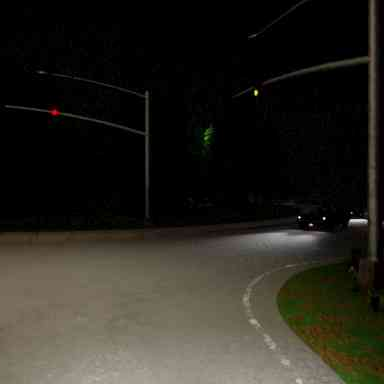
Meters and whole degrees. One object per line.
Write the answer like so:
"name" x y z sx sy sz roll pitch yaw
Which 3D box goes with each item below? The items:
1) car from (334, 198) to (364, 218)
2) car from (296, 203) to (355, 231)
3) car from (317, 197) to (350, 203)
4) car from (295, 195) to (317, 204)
"car" 13.811 1.537 29.127 1.994 1.385 4.181 0 0 22
"car" 8.311 1.574 20.792 1.895 1.301 4.718 0 0 42
"car" 16.522 1.478 39.048 1.837 1.490 4.892 0 0 8
"car" 19.488 1.325 56.404 2.097 1.767 4.553 0 0 -16
